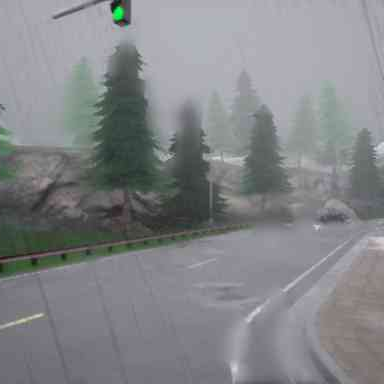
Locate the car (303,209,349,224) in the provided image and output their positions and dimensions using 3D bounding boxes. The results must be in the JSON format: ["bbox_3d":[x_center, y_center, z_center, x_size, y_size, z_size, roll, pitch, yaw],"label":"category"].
[{"bbox_3d":[12.964,2.298,31.960,5.357,1.411,2.033,1,-2,-36],"label":"car"}]
